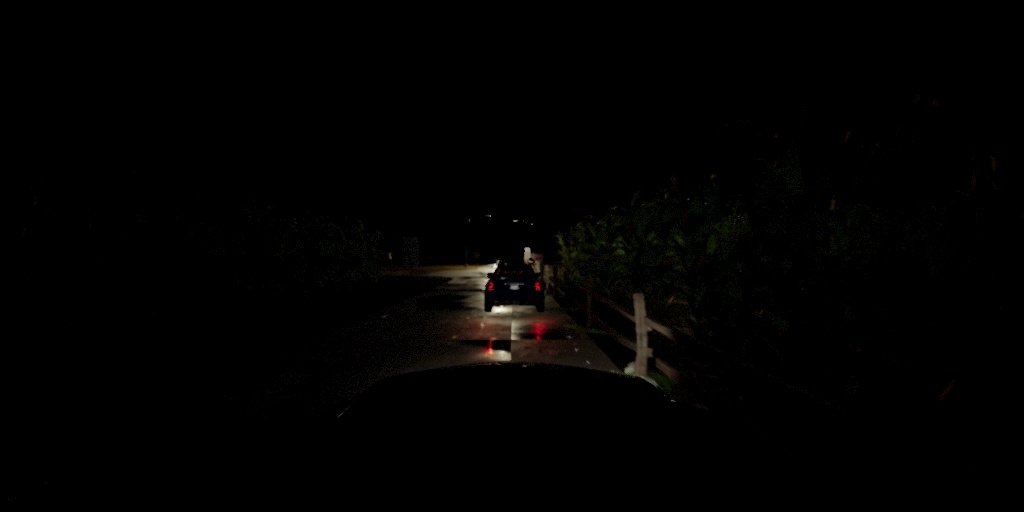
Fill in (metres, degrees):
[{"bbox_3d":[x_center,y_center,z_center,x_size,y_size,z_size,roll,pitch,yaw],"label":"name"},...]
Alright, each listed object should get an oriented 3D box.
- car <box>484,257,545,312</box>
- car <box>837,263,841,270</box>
[{"bbox_3d":[0.089,1.043,14.048,2.097,1.767,4.553,0,0,0],"label":"car"},{"bbox_3d":[34.223,0.871,39.767,4.553,1.767,2.097,0,1,0],"label":"car"}]
